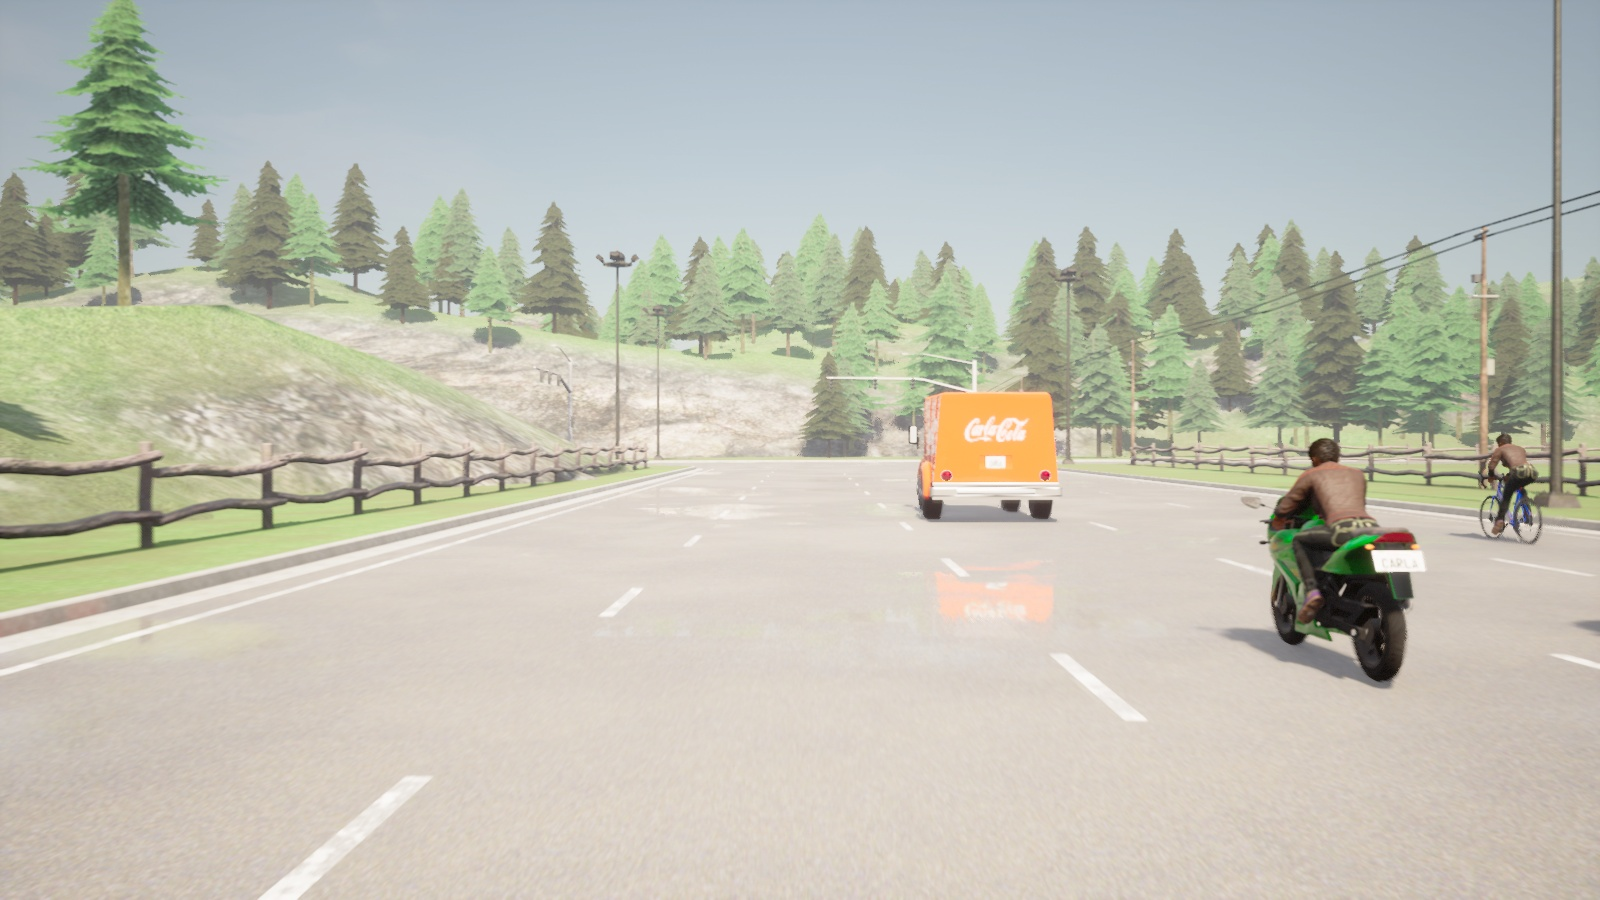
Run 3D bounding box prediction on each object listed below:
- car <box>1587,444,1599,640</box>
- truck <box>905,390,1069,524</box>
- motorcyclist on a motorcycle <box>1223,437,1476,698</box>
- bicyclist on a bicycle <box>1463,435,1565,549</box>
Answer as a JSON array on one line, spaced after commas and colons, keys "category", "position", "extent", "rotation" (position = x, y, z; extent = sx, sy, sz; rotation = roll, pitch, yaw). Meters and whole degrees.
[{"category": "car", "position": [7.061, 0.719, 7.981], "extent": [1.845, 1.501, 3.633], "rotation": [0, 0, 0]}, {"category": "truck", "position": [3.660, 0.110, 25.763], "extent": [2.627, 2.467, 5.204], "rotation": [0, 0, 1]}, {"category": "motorcyclist on a motorcycle", "position": [3.563, 0.682, 8.374], "extent": [0.797, 1.523, 2.044], "rotation": [0, 0, 0]}, {"category": "bicyclist on a bicycle", "position": [10.622, 0.597, 18.736], "extent": [0.582, 1.620, 1.656], "rotation": [0, 0, 0]}]
